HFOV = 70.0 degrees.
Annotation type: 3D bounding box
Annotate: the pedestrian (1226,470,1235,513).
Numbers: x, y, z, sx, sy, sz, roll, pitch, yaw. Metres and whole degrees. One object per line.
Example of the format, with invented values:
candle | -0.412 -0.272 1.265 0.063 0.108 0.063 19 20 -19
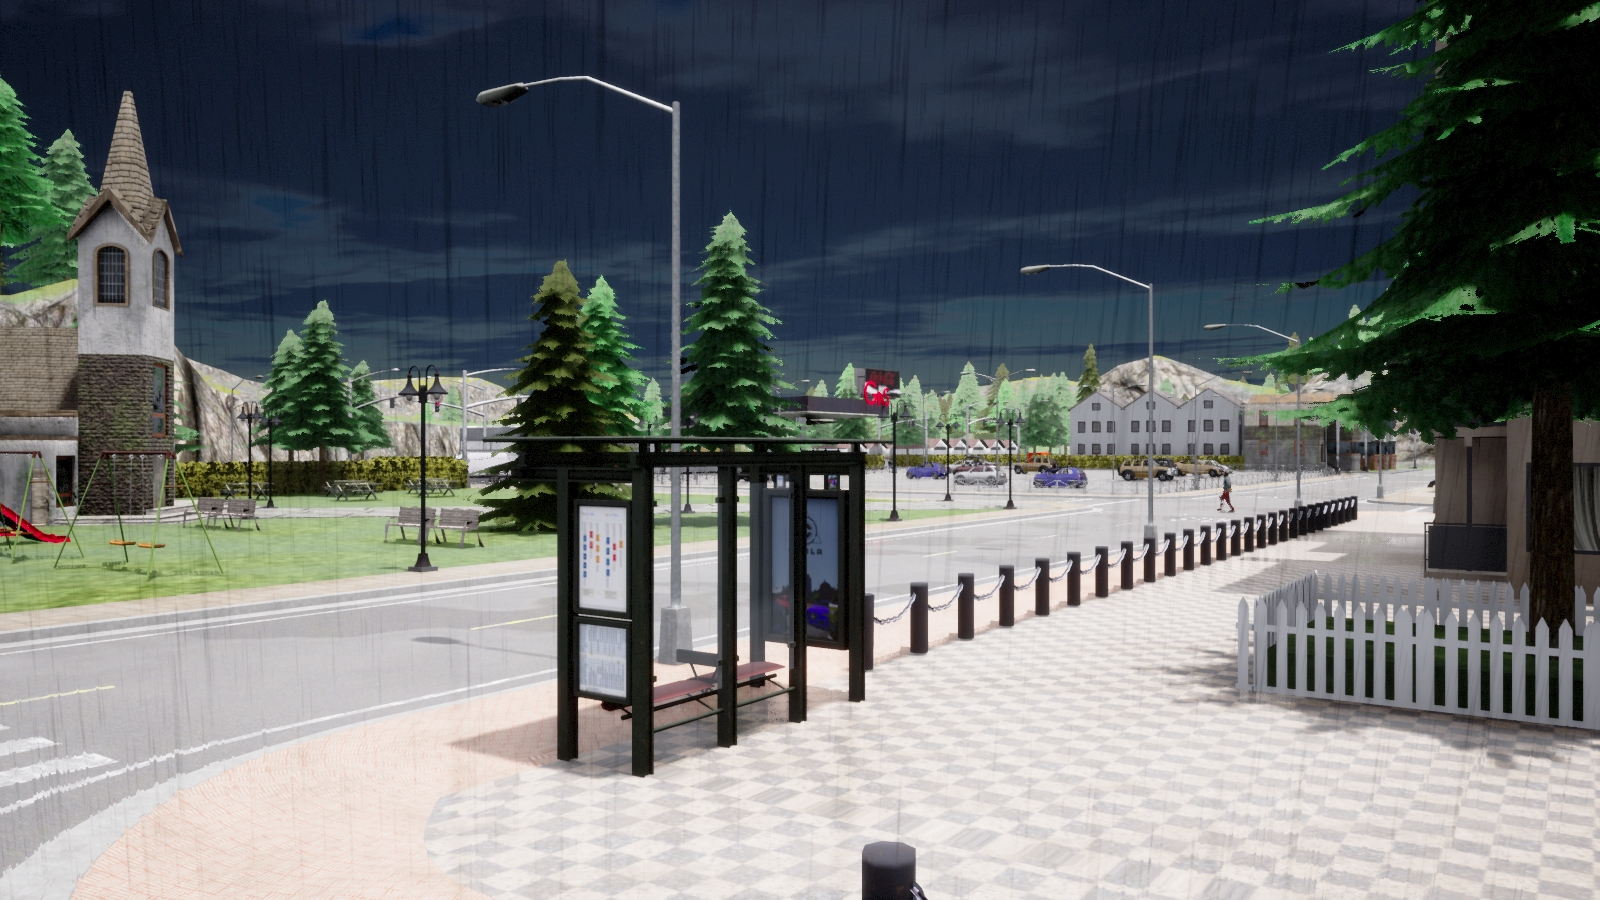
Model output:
pedestrian | 18.801 1.820 49.864 0.375 1.860 0.375 0 0 20
